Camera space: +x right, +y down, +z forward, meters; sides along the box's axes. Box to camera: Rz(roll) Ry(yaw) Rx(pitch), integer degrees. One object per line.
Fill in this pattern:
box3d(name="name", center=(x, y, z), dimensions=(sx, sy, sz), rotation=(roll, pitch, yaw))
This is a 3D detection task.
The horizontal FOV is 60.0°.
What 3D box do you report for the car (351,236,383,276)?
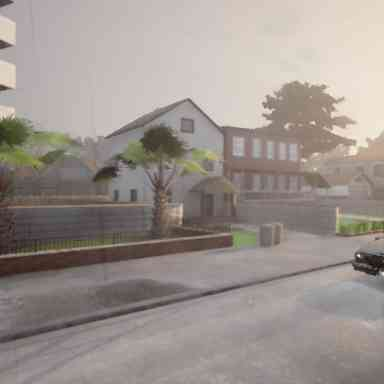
box3d(name="car", center=(6.737, 1.558, 9.411), dimensions=(5.357, 1.411, 2.033), rotation=(0, 0, -35))
